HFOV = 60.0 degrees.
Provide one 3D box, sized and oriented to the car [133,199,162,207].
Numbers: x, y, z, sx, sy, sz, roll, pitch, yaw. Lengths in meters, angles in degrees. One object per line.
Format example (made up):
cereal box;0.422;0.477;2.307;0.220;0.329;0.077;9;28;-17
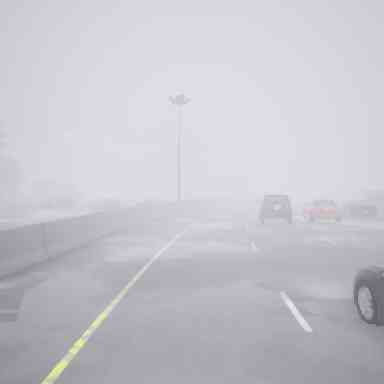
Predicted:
car;-5.131;1.445;38.986;1.895;1.301;4.718;0;0;15

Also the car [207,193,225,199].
car;5.771;0.987;74.781;2.097;1.767;4.553;0;0;28

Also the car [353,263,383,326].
car;3.787;1.500;4.130;1.837;1.490;4.892;0;0;2

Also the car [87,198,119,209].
car;-11.335;1.414;42.750;1.895;1.301;4.718;0;0;16

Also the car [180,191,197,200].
car;-0.933;0.891;77.133;2.150;2.045;5.566;0;0;28

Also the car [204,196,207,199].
car;4.693;1.178;79.958;1.895;1.301;4.718;0;0;30

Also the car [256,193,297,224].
car;6.043;1.150;24.369;2.150;2.045;5.566;0;0;11

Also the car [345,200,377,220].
car;13.980;1.415;28.092;1.882;1.535;5.008;0;0;12

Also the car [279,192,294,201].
car;20.778;0.997;72.996;2.097;1.767;4.553;0;0;32

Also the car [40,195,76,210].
car;-15.833;1.163;39.406;2.097;1.767;4.553;0;0;15

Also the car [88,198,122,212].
car;-9.352;1.367;36.544;1.812;1.442;4.674;0;0;14

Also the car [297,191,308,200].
car;28.030;0.866;83.620;2.150;2.045;5.566;0;0;38

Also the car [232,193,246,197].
car;10.722;0.979;76.399;2.097;1.767;4.553;0;0;30

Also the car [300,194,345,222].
car;9.868;1.287;25.528;2.097;1.767;4.553;0;0;11

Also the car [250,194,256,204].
car;11.607;1.174;58.072;2.097;1.767;4.553;0;0;24
